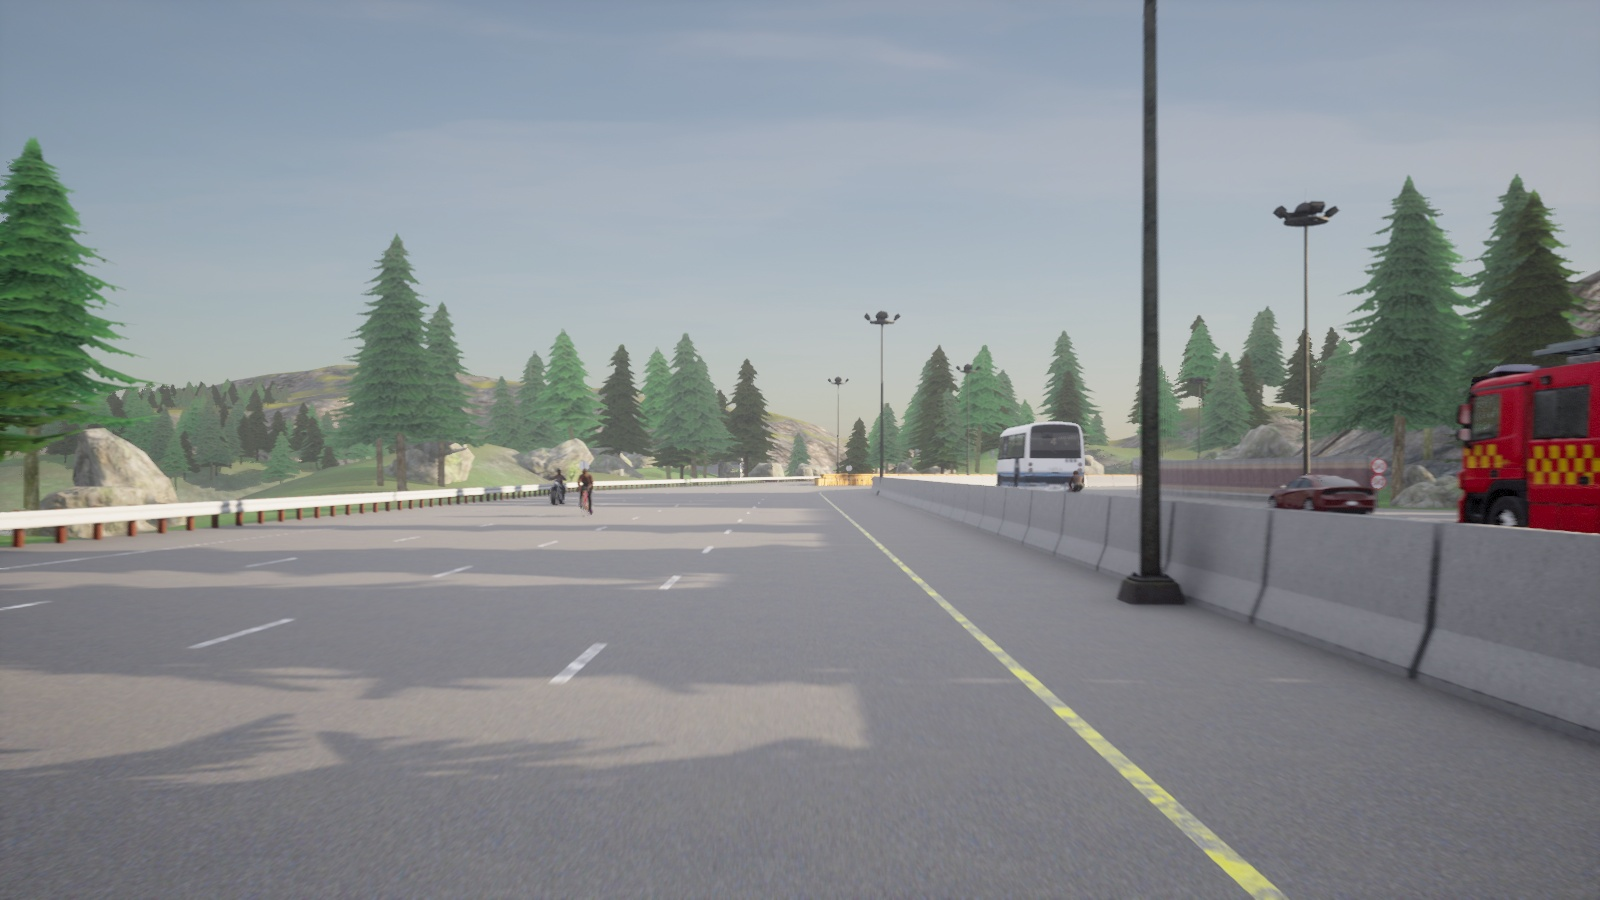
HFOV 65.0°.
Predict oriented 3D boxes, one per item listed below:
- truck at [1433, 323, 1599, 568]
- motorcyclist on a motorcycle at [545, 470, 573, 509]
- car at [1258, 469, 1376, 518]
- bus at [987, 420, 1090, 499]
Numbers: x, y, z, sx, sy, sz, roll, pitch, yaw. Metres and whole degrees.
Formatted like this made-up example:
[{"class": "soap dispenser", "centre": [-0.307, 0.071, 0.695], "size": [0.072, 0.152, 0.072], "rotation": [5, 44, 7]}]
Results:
[{"class": "truck", "centre": [13.947, -0.063, 20.501], "size": [2.891, 3.827, 8.468], "rotation": [0, -1, 0]}, {"class": "motorcyclist on a motorcycle", "centre": [-10.696, 1.740, 55.776], "size": [0.766, 1.649, 2.350], "rotation": [0, -1, 0]}, {"class": "car", "centre": [17.374, 1.432, 42.476], "size": [1.882, 1.535, 5.008], "rotation": [0, -1, 0]}, {"class": "bus", "centre": [13.709, 0.608, 73.331], "size": [3.944, 4.253, 10.273], "rotation": [0, -1, 0]}]
